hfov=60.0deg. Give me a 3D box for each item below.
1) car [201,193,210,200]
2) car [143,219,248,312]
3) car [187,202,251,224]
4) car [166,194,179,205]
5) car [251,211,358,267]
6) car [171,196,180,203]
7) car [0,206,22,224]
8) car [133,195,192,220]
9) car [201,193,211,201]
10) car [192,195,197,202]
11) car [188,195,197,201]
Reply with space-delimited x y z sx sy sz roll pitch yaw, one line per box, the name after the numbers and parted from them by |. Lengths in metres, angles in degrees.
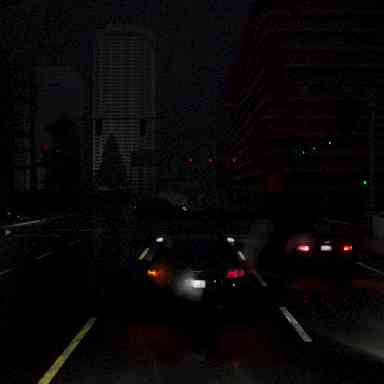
3.574 1.207 90.442 2.150 2.045 5.566 0 0 0 | car
0.075 1.564 7.778 1.994 1.385 4.181 0 0 0 | car
2.187 1.588 23.801 4.718 1.301 1.895 0 0 0 | car
-3.521 1.352 60.650 2.097 1.767 4.553 0 0 0 | car
3.599 1.547 11.398 2.033 1.411 5.357 0 0 0 | car
-3.443 1.524 70.629 1.812 1.442 4.674 0 0 0 | car
-14.667 1.470 23.687 4.674 1.442 1.812 0 0 0 | car
-2.461 1.341 27.270 4.553 1.767 2.097 0 0 0 | car
3.566 1.493 80.558 1.837 1.490 4.892 0 0 0 | car
0.085 1.501 71.071 1.837 1.490 4.892 0 0 0 | car
0.066 1.534 81.417 2.033 1.411 5.357 0 0 0 | car
